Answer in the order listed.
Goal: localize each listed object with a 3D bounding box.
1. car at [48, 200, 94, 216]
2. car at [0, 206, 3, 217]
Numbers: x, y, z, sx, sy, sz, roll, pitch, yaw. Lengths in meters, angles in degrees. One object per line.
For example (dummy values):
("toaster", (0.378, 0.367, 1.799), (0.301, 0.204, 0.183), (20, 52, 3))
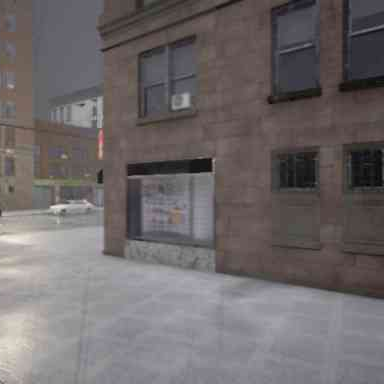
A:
("car", (-11.970, 1.537, 33.183), (1.812, 1.442, 4.674), (0, 0, 35))
("car", (-17.303, 1.548, 25.611), (1.837, 1.490, 4.892), (0, 0, 36))
